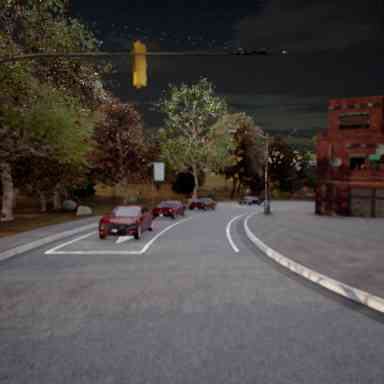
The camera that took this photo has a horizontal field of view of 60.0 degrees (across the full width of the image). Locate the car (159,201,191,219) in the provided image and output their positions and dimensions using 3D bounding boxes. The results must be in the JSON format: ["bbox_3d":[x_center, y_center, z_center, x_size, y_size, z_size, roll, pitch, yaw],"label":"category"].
[{"bbox_3d":[-1.800,1.416,26.870,1.895,1.301,4.718,1,1,13],"label":"car"}]

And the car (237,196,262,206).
[{"bbox_3d":[8.984,1.320,51.080,2.033,1.411,5.357,4,2,36],"label":"car"}]

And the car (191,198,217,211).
[{"bbox_3d":[1.224,1.355,36.594,1.895,1.301,4.718,2,1,21],"label":"car"}]

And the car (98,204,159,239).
[{"bbox_3d":[-3.187,1.386,16.961,1.882,1.535,5.008,0,1,4],"label":"car"}]
